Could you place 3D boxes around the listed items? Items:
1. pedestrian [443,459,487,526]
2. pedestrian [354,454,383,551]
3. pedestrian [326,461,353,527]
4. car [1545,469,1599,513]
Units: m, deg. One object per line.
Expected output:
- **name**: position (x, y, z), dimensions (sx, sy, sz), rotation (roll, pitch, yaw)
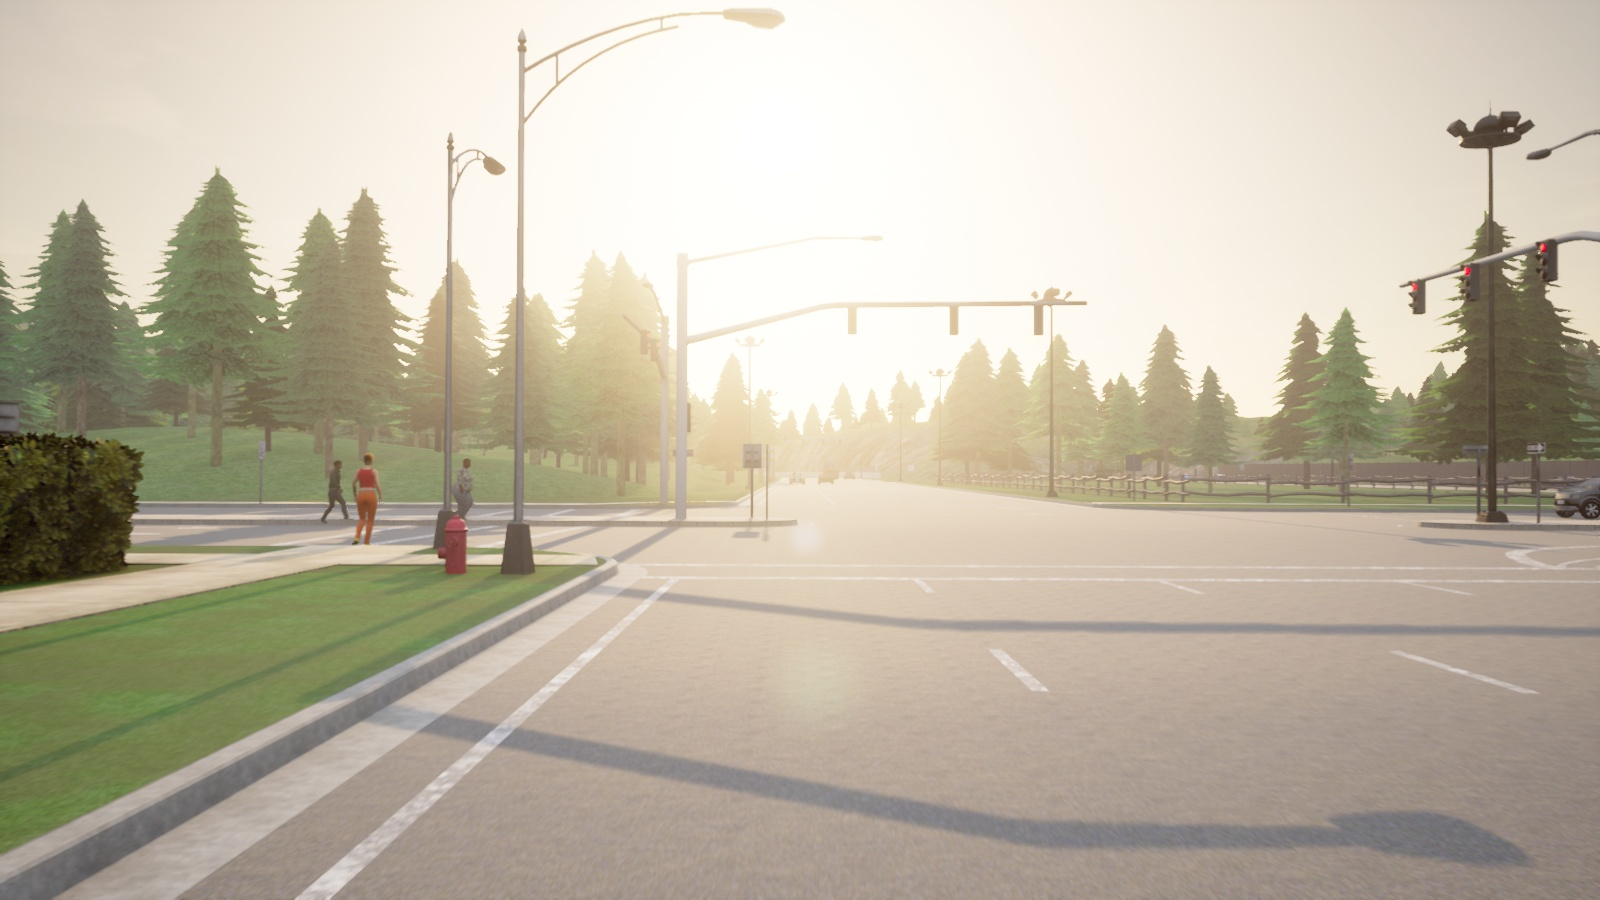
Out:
- **pedestrian**: position (-9.483, 1.203, 35.588), dimensions (0.900, 1.855, 0.874), rotation (0, -1, 12)
- **pedestrian**: position (-8.270, 0.999, 24.086), dimensions (0.345, 1.836, 0.594), rotation (0, -1, -1)
- **pedestrian**: position (-12.968, 1.248, 35.378), dimensions (0.614, 1.847, 0.353), rotation (0, -1, 3)
- **car**: position (28.735, 1.430, 44.423), dimensions (3.705, 1.549, 1.789), rotation (0, -1, 0)
